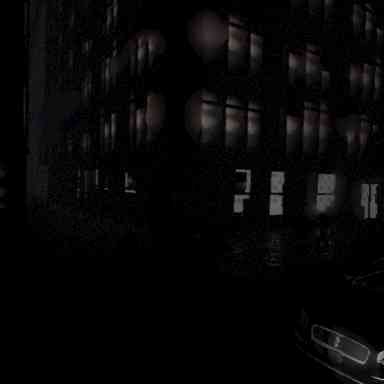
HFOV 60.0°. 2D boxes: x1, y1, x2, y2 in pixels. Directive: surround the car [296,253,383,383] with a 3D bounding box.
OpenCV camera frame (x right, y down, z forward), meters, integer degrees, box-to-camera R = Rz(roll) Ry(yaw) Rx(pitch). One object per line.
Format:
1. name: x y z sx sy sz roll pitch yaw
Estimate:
1. car: 3.363 1.517 4.650 4.403 1.369 2.008 1 1 -32
